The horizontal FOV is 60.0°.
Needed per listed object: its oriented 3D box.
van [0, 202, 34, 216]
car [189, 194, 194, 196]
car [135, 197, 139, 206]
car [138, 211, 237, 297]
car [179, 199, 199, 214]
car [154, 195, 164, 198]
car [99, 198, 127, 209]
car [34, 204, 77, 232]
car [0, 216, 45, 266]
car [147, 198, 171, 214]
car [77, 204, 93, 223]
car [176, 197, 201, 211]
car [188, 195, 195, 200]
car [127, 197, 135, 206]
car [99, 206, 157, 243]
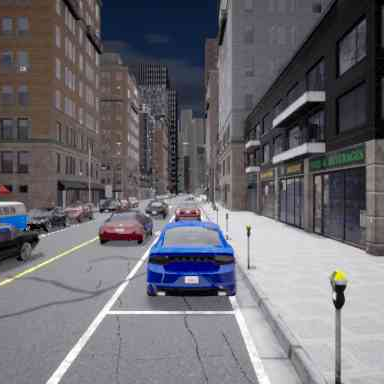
[{"bbox_3d":[-8.815,1.342,14.478,1.690,1.788,3.998,0,0,0],"label":"van"},{"bbox_3d":[-0.257,1.500,84.576,1.967,1.590,4.097,0,0,0],"label":"car"},{"bbox_3d":[-8.816,1.451,47.486,1.967,1.590,4.097,0,0,0],"label":"car"},{"bbox_3d":[-0.006,1.478,8.650,1.882,1.535,5.008,0,0,0],"label":"car"},{"bbox_3d":[-0.290,1.557,36.484,2.008,1.369,4.403,0,0,0],"label":"car"},{"bbox_3d":[-8.782,1.642,84.589,1.802,1.307,4.206,0,0,0],"label":"car"},{"bbox_3d":[-8.815,1.572,36.483,1.947,1.339,4.313,0,0,0],"label":"car"},{"bbox_3d":[-8.815,1.567,19.979,1.947,1.339,4.313,0,0,0],"label":"car"},{"bbox_3d":[-6.246,1.601,9.391,1.895,1.301,4.718,0,0,0],"label":"car"},{"bbox_3d":[-3.131,1.530,30.030,1.812,1.442,4.674,0,0,0],"label":"car"},{"bbox_3d":[-8.815,1.585,25.481,1.802,1.307,4.206,0,0,0],"label":"car"},{"bbox_3d":[-0.290,1.443,25.481,1.967,1.590,4.097,0,0,0],"label":"car"},{"bbox_3d":[-0.237,1.635,95.394,2.008,1.369,4.403,0,0,0],"label":"car"},{"bbox_3d":[-8.815,1.591,41.985,1.802,1.307,4.206,0,0,0],"label":"car"},{"bbox_3d":[-3.045,1.565,15.997,1.994,1.385,4.181,0,0,0],"label":"car"}]
